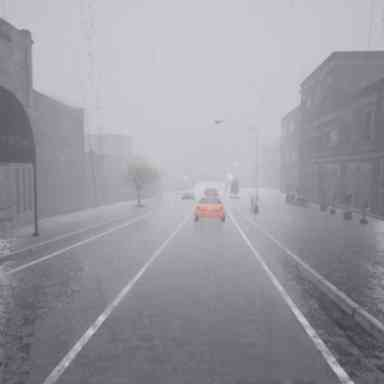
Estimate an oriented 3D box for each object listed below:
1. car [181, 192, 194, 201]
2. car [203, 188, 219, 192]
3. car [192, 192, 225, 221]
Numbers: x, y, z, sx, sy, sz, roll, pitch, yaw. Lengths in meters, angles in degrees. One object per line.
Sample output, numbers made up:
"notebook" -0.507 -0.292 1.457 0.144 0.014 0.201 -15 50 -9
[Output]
"car" -0.538 0.668 53.069 1.994 1.385 4.181 0 2 4
"car" 2.957 0.386 51.816 2.150 2.045 5.566 0 2 4
"car" 1.367 1.126 24.727 2.097 1.767 4.553 0 1 4
